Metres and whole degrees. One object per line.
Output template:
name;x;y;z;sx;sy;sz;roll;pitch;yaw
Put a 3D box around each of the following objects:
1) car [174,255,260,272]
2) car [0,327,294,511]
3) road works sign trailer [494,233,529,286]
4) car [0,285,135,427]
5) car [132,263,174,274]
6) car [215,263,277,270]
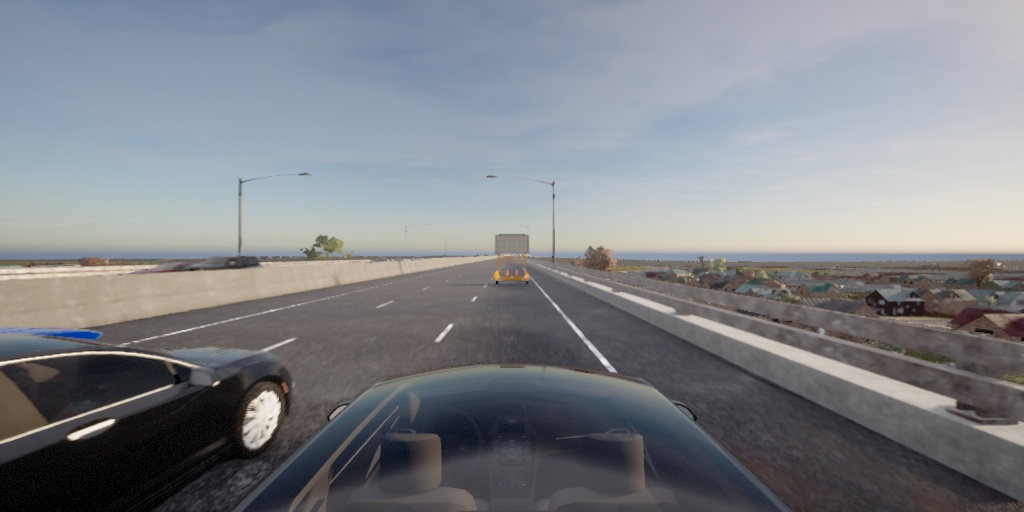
car;-21.074;0.974;26.438;2.150;2.045;5.566;0;0;0
car;-3.401;1.255;2.119;1.837;1.490;4.892;0;0;0
road works sign trailer;-0.003;0.215;25.172;2.380;3.560;2.880;0;0;0
car;-6.899;1.227;3.160;1.882;1.535;5.008;0;0;0
car;-24.574;1.227;26.100;1.882;1.535;5.008;0;0;0
car;-17.586;1.350;24.936;1.895;1.301;4.718;0;0;0
